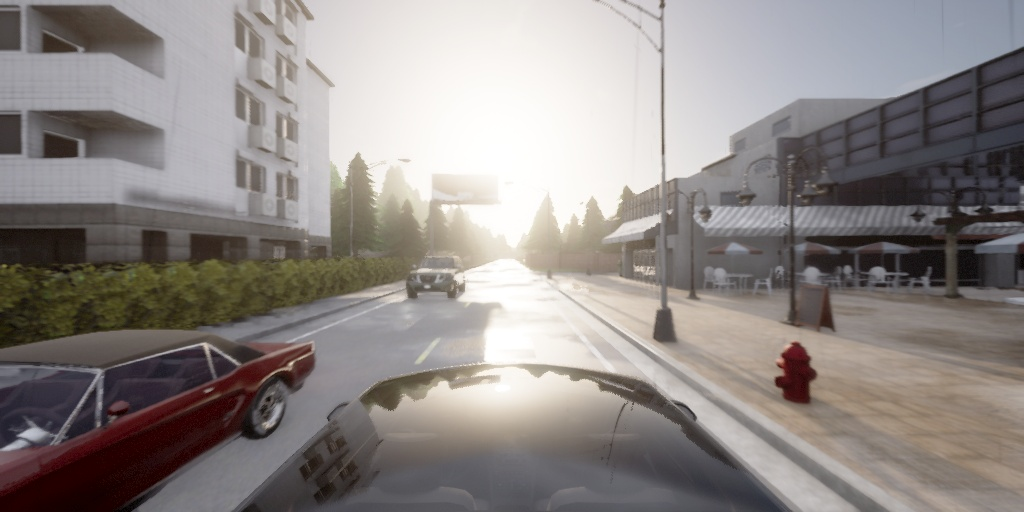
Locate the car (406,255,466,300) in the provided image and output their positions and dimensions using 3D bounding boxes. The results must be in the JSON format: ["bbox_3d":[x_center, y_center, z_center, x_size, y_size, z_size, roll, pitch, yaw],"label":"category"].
[{"bbox_3d":[-3.691,0.989,18.355,2.150,2.045,5.566,0,0,0],"label":"car"}]

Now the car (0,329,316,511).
[{"bbox_3d":[-3.592,1.374,2.667,1.895,1.301,4.718,0,0,0],"label":"car"}]
